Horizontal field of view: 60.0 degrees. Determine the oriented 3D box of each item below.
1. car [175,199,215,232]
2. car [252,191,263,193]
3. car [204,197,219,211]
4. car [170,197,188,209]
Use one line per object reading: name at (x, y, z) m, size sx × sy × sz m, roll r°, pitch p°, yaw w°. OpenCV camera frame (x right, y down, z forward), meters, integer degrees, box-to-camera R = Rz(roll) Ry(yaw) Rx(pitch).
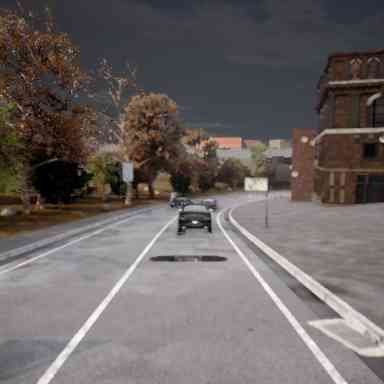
car at (0.206, 1.444, 20.018) m, size 1.882 × 1.535 × 5.008 m, roll 0°, pitch 0°, yaw 1°
car at (15.221, -0.503, 77.418) m, size 2.097 × 1.767 × 4.553 m, roll 4°, pitch 4°, yaw 36°
car at (2.061, 1.357, 38.276) m, size 1.812 × 1.442 × 4.674 m, roll 1°, pitch 1°, yaw 11°
car at (-1.257, 1.298, 40.407) m, size 1.994 × 1.385 × 4.181 m, roll 1°, pitch 1°, yaw 12°
